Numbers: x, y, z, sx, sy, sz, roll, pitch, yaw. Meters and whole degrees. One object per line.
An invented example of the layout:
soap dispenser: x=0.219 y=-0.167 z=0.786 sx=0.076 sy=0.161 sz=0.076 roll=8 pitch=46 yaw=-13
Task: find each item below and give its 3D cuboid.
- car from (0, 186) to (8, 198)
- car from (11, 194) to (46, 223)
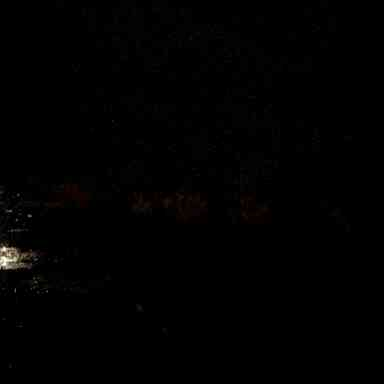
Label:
car: x=-32.421 y=-0.024 z=56.128 sx=2.150 sy=2.045 sz=5.566 roll=3 pitch=0 yaw=-28
car: x=-10.336 y=1.135 z=21.060 sx=1.812 sy=1.442 sz=4.674 roll=3 pitch=0 yaw=-28
